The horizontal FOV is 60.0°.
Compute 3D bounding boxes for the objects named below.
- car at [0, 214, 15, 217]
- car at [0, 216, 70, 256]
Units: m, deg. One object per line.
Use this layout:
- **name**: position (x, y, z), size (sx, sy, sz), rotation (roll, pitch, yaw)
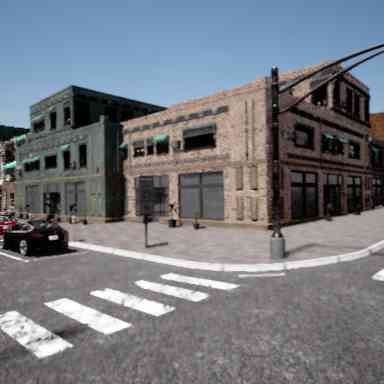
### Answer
- **car**: position (-11.006, 1.919, 18.624), size (4.097, 1.590, 1.967), rotation (-2, -1, 44)
- **car**: position (-7.020, 1.912, 14.763), size (4.313, 1.339, 1.947), rotation (-2, -1, 44)
